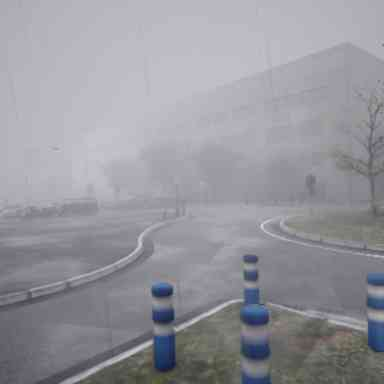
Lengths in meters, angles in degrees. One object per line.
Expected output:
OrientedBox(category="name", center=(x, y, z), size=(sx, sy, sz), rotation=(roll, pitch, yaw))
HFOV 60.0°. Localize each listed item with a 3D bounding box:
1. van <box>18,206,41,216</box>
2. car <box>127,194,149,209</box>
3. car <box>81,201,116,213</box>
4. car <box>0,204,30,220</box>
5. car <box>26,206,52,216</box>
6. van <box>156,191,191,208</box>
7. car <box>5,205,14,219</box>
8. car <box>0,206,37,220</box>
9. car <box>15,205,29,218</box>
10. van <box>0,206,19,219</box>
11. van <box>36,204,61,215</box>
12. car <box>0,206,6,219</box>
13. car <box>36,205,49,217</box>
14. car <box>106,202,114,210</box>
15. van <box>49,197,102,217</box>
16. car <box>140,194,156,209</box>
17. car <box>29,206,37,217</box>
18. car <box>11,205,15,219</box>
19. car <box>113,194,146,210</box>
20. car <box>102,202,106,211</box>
OrientedBox(category="van", center=(-38.049, 4.487, 78.057), size=(1.878, 1.987, 4.442), rotation=(-6, -2, 44))
OrientedBox(category="car", center=(-6.108, 1.499, 47.017), size=(2.097, 1.535, 5.008), rotation=(-6, -2, 44))
OrientedBox(category="car", center=(-15.952, 2.489, 56.795), size=(1.946, 1.575, 5.366), rotation=(-6, -2, 44))
OrientedBox(category="car", center=(-28.465, 3.142, 51.447), size=(2.435, 2.045, 5.566), rotation=(-6, -2, 44))
OrientedBox(category="car", center=(-34.096, 4.188, 74.120), size=(2.185, 1.767, 4.553), rotation=(-6, -2, 44))
OrientedBox(category="van", center=(-2.009, 0.927, 43.207), size=(1.878, 1.987, 4.442), rotation=(-5, -1, 44))
OrientedBox(category="car", center=(-22.506, 2.836, 45.744), size=(2.002, 1.452, 4.674), rotation=(-6, -2, 44))
OrientedBox(category="car", center=(-26.386, 3.188, 49.747), size=(1.946, 1.575, 5.366), rotation=(-6, -2, 44))
OrientedBox(category="car", center=(-18.638, 2.398, 41.739), size=(1.946, 1.575, 5.366), rotation=(-6, -2, 44))
OrientedBox(category="van", center=(-30.525, 3.373, 53.318), size=(1.878, 1.987, 4.442), rotation=(-6, -2, 44))
OrientedBox(category="van", center=(-30.199, 3.691, 70.141), size=(1.878, 1.987, 4.442), rotation=(-6, -2, 44))
OrientedBox(category="car", center=(-24.418, 3.028, 47.593), size=(2.002, 1.452, 4.674), rotation=(-6, -2, 44))
OrientedBox(category="car", center=(-14.420, 1.986, 37.911), size=(2.097, 1.535, 5.008), rotation=(-5, -1, 44))
OrientedBox(category="car", center=(-10.089, 1.925, 50.829), size=(2.163, 1.488, 4.792), rotation=(-6, -2, 44))
OrientedBox(category="van", center=(-12.523, 1.588, 35.909), size=(1.878, 1.987, 4.442), rotation=(-5, -1, 44))
OrientedBox(category="car", center=(-4.053, 1.344, 45.074), size=(2.163, 1.488, 4.792), rotation=(-5, -1, 44))
OrientedBox(category="car", center=(-16.406, 2.056, 39.874), size=(2.185, 1.767, 4.553), rotation=(-6, -1, 44))
OrientedBox(category="car", center=(-20.489, 2.623, 43.829), size=(2.163, 1.488, 4.792), rotation=(-6, -2, 44))
OrientedBox(category="car", center=(-8.108, 1.444, 48.898), size=(2.435, 2.045, 5.566), rotation=(-6, -2, 44))
OrientedBox(category="car", center=(-14.054, 2.326, 54.745), size=(2.163, 1.488, 4.792), rotation=(-6, -2, 44))
